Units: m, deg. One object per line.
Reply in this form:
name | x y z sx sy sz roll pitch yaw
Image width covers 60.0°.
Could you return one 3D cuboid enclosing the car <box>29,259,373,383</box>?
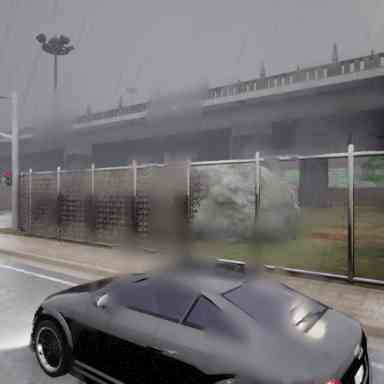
car | -0.155 1.564 4.101 4.181 1.385 1.994 0 0 36
